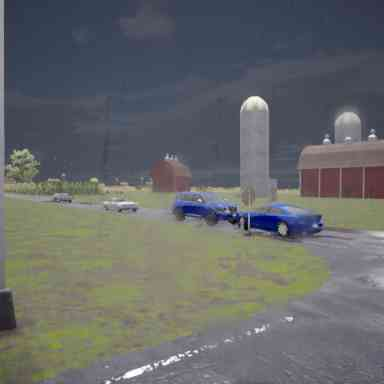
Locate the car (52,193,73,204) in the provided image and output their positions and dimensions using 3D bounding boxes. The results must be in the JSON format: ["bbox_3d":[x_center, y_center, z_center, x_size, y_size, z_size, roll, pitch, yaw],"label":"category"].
[{"bbox_3d":[-18.812,0.864,48.148,1.837,1.490,4.892,0,0,-37],"label":"car"}]

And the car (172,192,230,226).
[{"bbox_3d":[0.863,1.014,22.084,2.150,2.045,5.566,0,1,-38],"label":"car"}]

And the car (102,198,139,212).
[{"bbox_3d":[-6.961,1.225,32.335,1.895,1.301,4.718,0,1,-37],"label":"car"}]

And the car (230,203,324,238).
[{"bbox_3d":[4.358,1.349,17.227,1.882,1.535,5.008,0,1,-30],"label":"car"}]
